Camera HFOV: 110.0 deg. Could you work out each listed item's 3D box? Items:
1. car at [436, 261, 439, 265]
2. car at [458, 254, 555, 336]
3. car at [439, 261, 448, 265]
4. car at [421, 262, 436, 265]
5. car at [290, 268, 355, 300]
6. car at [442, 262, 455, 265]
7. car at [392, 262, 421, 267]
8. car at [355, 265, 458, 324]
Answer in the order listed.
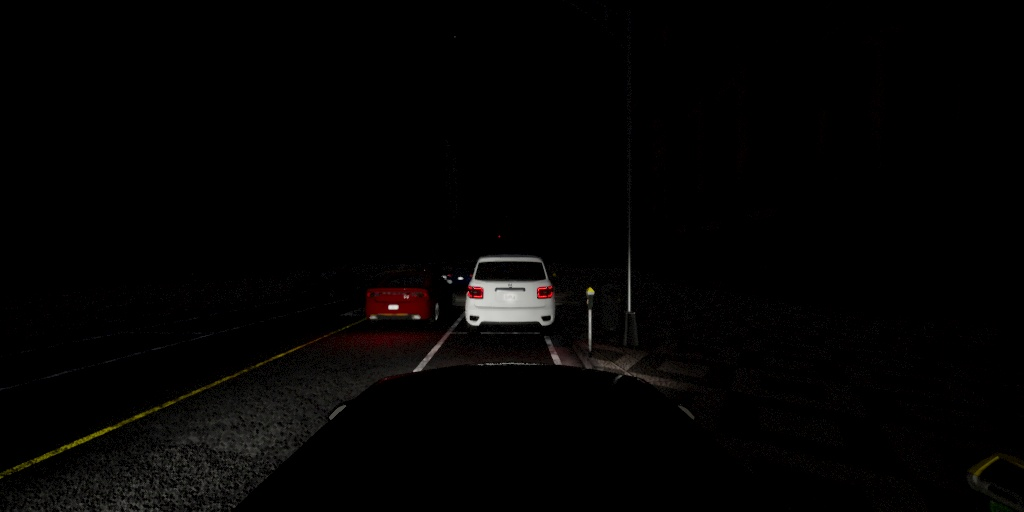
[{"bbox_3d":[-8.923,1.299,39.680,1.888,1.381,4.507,0,0,0],"label":"car"},{"bbox_3d":[-0.039,0.979,10.530,2.150,2.045,5.566,0,0,0],"label":"car"},{"bbox_3d":[-6.227,1.355,38.705,1.895,1.301,4.718,0,0,0],"label":"car"},{"bbox_3d":[-8.922,1.298,34.154,1.888,1.381,4.507,0,0,0],"label":"car"},{"bbox_3d":[-8.919,1.296,17.578,1.888,1.381,4.507,0,0,0],"label":"car"},{"bbox_3d":[-3.081,1.316,23.588,1.994,1.385,4.181,0,0,0],"label":"car"},{"bbox_3d":[-8.921,1.278,28.459,1.751,1.417,4.829,0,0,0],"label":"car"},{"bbox_3d":[-3.145,1.229,11.983,1.882,1.535,5.008,0,0,0],"label":"car"}]
